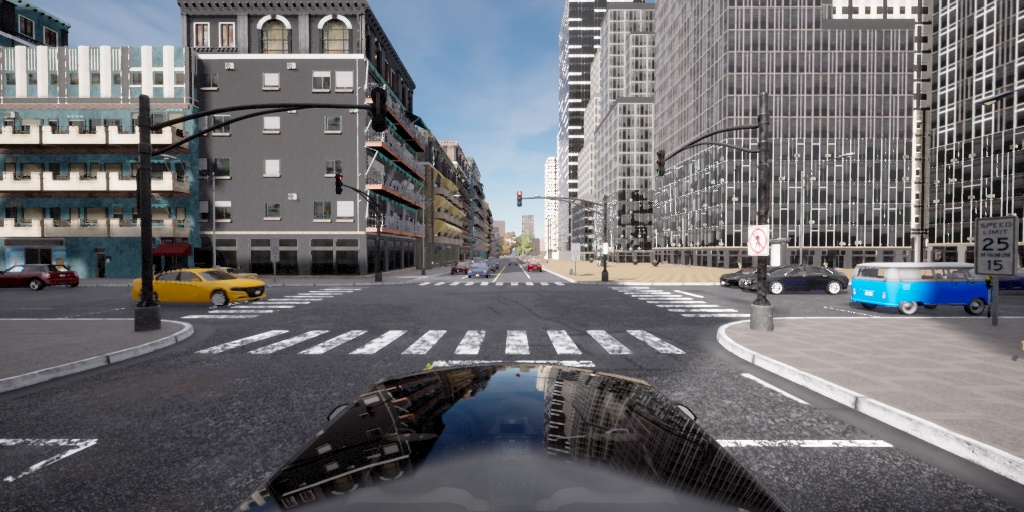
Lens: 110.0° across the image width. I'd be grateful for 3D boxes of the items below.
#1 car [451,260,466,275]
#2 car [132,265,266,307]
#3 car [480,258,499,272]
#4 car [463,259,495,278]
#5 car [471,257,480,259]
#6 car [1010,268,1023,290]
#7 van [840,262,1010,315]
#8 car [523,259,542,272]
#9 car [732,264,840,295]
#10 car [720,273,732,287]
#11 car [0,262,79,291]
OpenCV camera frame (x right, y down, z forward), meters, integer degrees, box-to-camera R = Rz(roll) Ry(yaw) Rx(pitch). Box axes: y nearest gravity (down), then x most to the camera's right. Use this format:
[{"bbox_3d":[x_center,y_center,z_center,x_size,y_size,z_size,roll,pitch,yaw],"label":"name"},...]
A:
[{"bbox_3d":[-5.582,1.290,39.409,1.888,1.381,4.507,0,0,0],"label":"car"},{"bbox_3d":[-13.249,1.279,15.333,5.008,1.535,1.882,0,1,4],"label":"car"},{"bbox_3d":[-2.975,1.309,43.991,1.994,1.385,4.181,0,0,0],"label":"car"},{"bbox_3d":[-3.007,1.292,33.958,2.033,1.411,5.357,0,0,0],"label":"car"},{"bbox_3d":[-5.566,1.184,45.058,1.967,1.591,4.097,0,0,0],"label":"car"},{"bbox_3d":[24.713,1.196,18.703,4.674,1.442,1.812,0,1,0],"label":"car"},{"bbox_3d":[14.721,1.117,12.939,3.998,1.789,1.690,0,0,0],"label":"van"},{"bbox_3d":[2.782,1.290,45.091,1.888,1.381,4.507,0,0,0],"label":"car"},{"bbox_3d":[14.641,1.194,18.718,4.892,1.490,1.837,0,1,0],"label":"car"},{"bbox_3d":[14.732,1.216,21.320,4.313,1.339,1.948,0,0,0],"label":"car"},{"bbox_3d":[-28.724,1.190,21.375,4.097,1.591,1.967,0,0,0],"label":"car"}]
